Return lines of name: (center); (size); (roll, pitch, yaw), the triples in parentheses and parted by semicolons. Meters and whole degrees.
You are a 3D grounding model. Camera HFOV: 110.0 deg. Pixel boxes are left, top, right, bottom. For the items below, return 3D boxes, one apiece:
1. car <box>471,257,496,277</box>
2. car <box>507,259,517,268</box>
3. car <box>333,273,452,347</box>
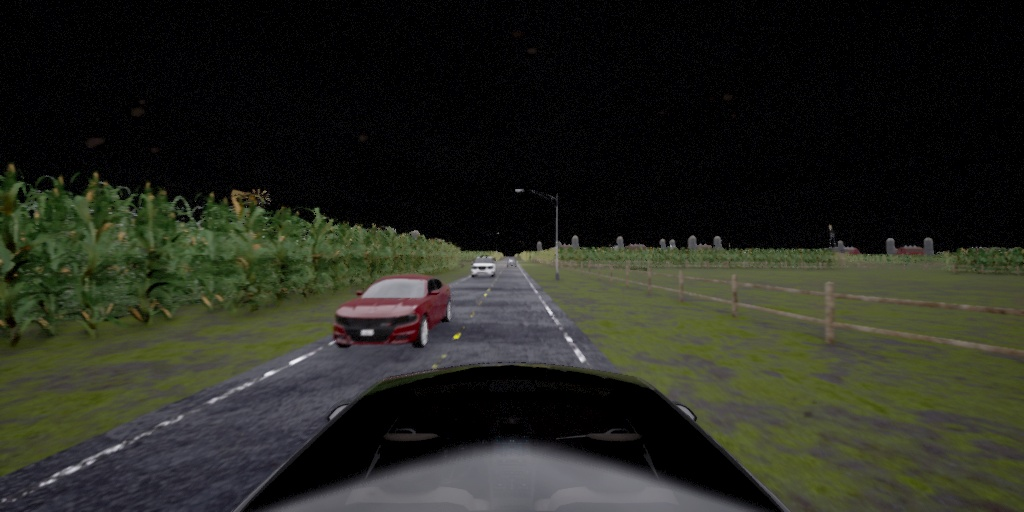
car: (-2.767, 1.072, 35.743); (2.150, 2.045, 5.566); (0, 0, 0)
car: (-0.032, 1.352, 64.388); (2.033, 1.411, 5.357); (0, 0, 0)
car: (-2.842, 1.241, 9.542); (1.882, 1.535, 5.008); (0, 0, 0)
